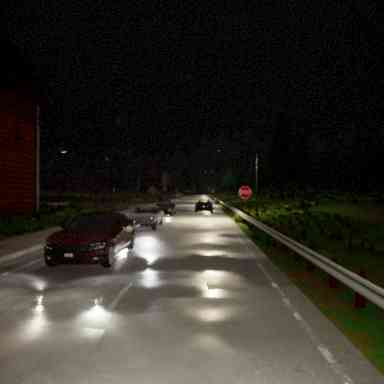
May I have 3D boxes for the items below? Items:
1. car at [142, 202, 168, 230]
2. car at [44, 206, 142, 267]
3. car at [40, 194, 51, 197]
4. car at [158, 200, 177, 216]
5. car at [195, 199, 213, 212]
[{"bbox_3d":[-2.904,1.538,20.753,1.895,1.301,4.718,0,0,2],"label":"car"},{"bbox_3d":[-3.235,1.431,11.454,1.882,1.535,5.008,0,0,2],"label":"car"},{"bbox_3d":[-29.962,1.161,67.886,1.784,1.438,3.905,0,0,2],"label":"car"},{"bbox_3d":[-2.492,1.467,31.420,2.033,1.411,5.357,0,0,3],"label":"car"},{"bbox_3d":[1.336,1.502,37.097,1.994,1.385,4.181,0,0,2],"label":"car"}]
